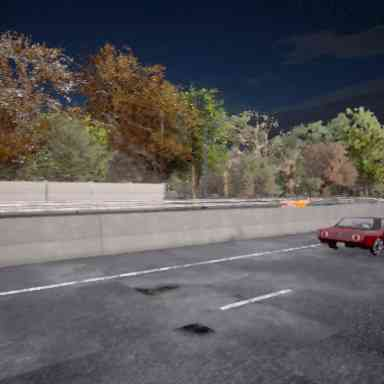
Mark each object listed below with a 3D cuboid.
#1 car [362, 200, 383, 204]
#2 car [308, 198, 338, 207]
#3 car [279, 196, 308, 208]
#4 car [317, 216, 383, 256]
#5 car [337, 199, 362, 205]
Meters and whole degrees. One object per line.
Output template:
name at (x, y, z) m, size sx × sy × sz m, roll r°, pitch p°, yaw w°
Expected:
car at (21.242, 1.582, 36.309) m, size 5.357 × 1.411 × 2.033 m, roll 0°, pitch 0°, yaw -35°
car at (17.360, 1.540, 42.133) m, size 4.892 × 1.490 × 1.837 m, roll 0°, pitch 0°, yaw -35°
car at (13.492, 1.386, 43.669) m, size 4.553 × 1.767 × 2.097 m, roll 0°, pitch 0°, yaw -35°
car at (7.186, 1.613, 13.300) m, size 4.718 × 1.301 × 1.895 m, roll 0°, pitch 0°, yaw -36°
car at (19.613, 1.599, 39.441) m, size 4.181 × 1.385 × 1.994 m, roll 0°, pitch 0°, yaw -35°
